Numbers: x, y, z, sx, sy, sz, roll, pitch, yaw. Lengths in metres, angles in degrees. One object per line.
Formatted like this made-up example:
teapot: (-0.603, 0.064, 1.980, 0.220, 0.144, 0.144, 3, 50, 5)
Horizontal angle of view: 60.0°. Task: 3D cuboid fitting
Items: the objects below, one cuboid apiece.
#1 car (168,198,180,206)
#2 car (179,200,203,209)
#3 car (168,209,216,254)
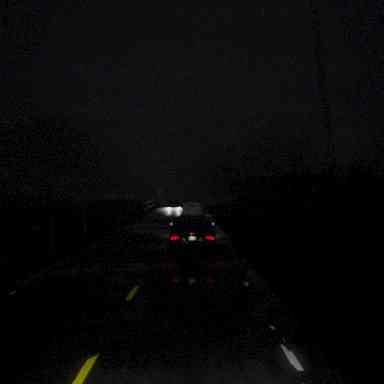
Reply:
car: (-2.715, 1.531, 51.676, 1.895, 1.301, 4.718, 0, 1, 0)
car: (0.025, 1.638, 29.387, 1.812, 1.442, 4.674, 0, 0, 0)
car: (0.011, 1.653, 14.011, 2.033, 1.411, 5.357, 0, 0, 0)
